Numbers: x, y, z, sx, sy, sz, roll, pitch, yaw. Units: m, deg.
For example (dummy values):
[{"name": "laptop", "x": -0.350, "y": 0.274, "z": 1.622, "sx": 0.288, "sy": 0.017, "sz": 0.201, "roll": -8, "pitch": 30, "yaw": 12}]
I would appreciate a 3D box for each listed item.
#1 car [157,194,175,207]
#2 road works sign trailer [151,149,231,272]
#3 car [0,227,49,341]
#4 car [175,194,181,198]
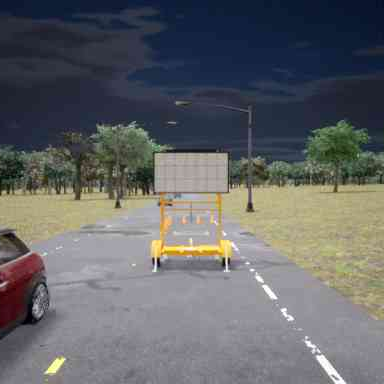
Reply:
[{"name": "car", "x": -3.714, "y": 1.262, "z": 45.908, "sx": 1.882, "sy": 1.535, "sz": 5.008, "roll": 0, "pitch": 0, "yaw": 0}, {"name": "road works sign trailer", "x": -0.026, "y": 0.445, "z": 10.692, "sx": 2.380, "sy": 3.560, "sz": 2.880, "roll": 0, "pitch": 0, "yaw": 0}, {"name": "car", "x": -3.610, "y": 1.348, "z": 4.053, "sx": 2.097, "sy": 1.767, "sz": 4.553, "roll": 0, "pitch": 0, "yaw": 0}, {"name": "car", "x": -3.718, "y": 0.926, "z": 86.338, "sx": 2.033, "sy": 1.411, "sz": 5.357, "roll": 0, "pitch": 1, "yaw": 0}]
